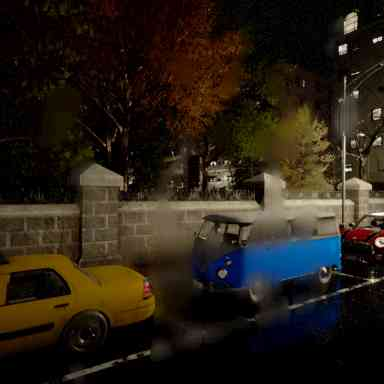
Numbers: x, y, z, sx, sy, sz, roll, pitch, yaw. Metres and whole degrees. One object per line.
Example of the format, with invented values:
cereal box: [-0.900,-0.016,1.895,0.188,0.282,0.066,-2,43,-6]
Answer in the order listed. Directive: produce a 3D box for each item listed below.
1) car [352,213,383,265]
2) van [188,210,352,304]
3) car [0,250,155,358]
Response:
car: [6.393,1.442,11.129,4.097,1.590,1.967,0,1,-36]
van: [1.829,1.343,7.862,3.998,1.788,1.690,0,1,-36]
car: [-2.876,1.525,4.499,4.829,1.417,1.752,0,1,-36]
